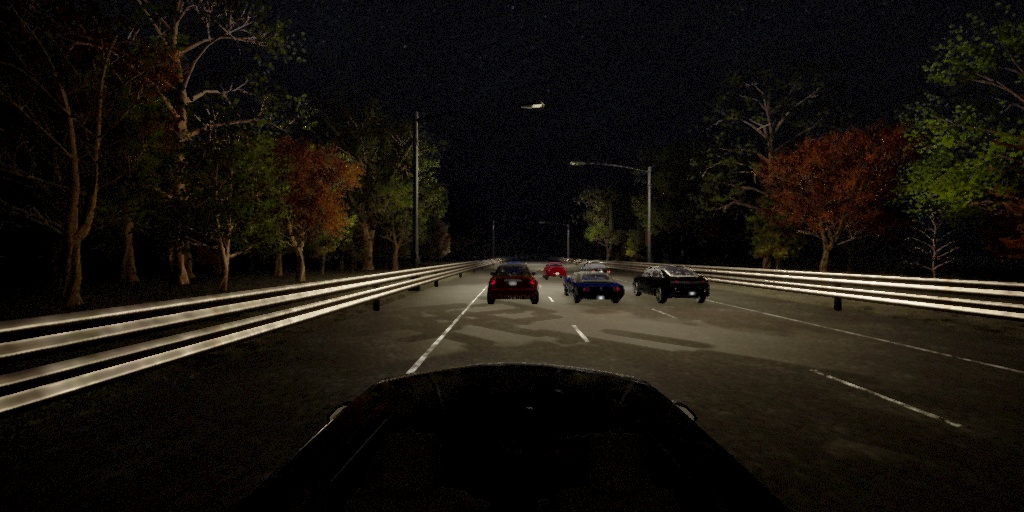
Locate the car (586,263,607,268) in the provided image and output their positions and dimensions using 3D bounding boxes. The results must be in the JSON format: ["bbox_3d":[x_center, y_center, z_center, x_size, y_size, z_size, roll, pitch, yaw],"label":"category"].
[{"bbox_3d":[7.209,1.308,31.362,2.033,1.411,5.357,0,0,1],"label":"car"}]

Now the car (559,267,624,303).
[{"bbox_3d":[3.552,1.365,16.479,1.895,1.301,4.718,0,0,0],"label":"car"}]

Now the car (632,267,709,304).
[{"bbox_3d":[7.052,1.244,16.424,2.128,1.511,4.902,0,0,0],"label":"car"}]

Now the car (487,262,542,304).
[{"bbox_3d":[0.052,1.115,16.443,2.097,1.767,4.553,0,0,0],"label":"car"}]

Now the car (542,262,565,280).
[{"bbox_3d":[3.709,1.278,31.411,1.812,1.442,4.674,0,0,1],"label":"car"}]
